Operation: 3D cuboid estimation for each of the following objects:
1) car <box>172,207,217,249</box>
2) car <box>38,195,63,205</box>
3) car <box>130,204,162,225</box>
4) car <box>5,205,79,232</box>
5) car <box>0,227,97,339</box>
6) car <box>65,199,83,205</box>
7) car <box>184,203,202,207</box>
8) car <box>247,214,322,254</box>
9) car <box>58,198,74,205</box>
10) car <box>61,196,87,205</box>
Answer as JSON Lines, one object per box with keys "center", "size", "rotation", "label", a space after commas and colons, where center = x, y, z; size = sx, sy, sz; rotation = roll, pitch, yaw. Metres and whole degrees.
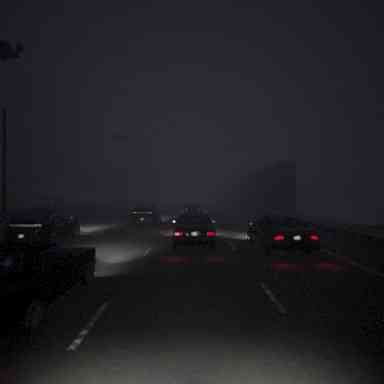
{"center": [0.095, 1.641, 15.054], "size": [2.033, 1.411, 5.357], "rotation": [0, 0, 0], "label": "car"}
{"center": [-21.012, 1.528, 50.267], "size": [2.150, 2.045, 5.566], "rotation": [0, 0, 1], "label": "car"}
{"center": [-3.407, 1.646, 25.093], "size": [2.128, 1.511, 4.902], "rotation": [0, 0, 0], "label": "car"}
{"center": [-6.904, 1.589, 15.861], "size": [2.128, 1.511, 4.902], "rotation": [0, 0, 0], "label": "car"}
{"center": [-3.402, 1.642, 6.662], "size": [1.895, 1.301, 4.718], "rotation": [0, 0, 0], "label": "car"}
{"center": [-24.098, 2.011, 67.869], "size": [1.895, 1.301, 4.718], "rotation": [0, 0, 1], "label": "car"}
{"center": [0.090, 1.816, 34.886], "size": [1.895, 1.301, 4.718], "rotation": [0, 0, 0], "label": "car"}
{"center": [3.597, 1.634, 13.876], "size": [2.033, 1.411, 5.357], "rotation": [0, 0, 0], "label": "car"}
{"center": [-27.485, 1.968, 72.687], "size": [1.812, 1.442, 4.674], "rotation": [0, 0, 1], "label": "car"}
{"center": [-17.506, 1.802, 50.541], "size": [2.128, 1.511, 4.902], "rotation": [0, 0, 1], "label": "car"}
